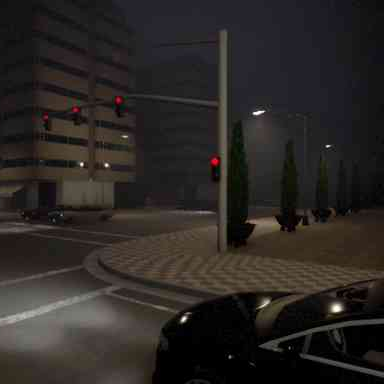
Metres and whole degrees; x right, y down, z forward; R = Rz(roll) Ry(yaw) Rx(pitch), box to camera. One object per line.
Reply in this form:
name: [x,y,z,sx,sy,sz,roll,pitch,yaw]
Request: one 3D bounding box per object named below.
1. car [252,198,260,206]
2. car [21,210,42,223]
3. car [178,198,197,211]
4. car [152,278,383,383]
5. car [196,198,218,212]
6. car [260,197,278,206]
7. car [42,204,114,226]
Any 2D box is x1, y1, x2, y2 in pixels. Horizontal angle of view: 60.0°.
car: [10.677,1.670,56.944,2.033,1.411,5.357,0,0,35]
car: [-10.953,1.655,26.500,1.895,1.301,4.718,0,0,35]
car: [0.140,1.559,42.193,1.837,1.490,4.892,0,0,35]
car: [1.834,1.492,2.665,4.902,1.511,2.128,0,0,36]
car: [2.780,1.618,39.864,1.994,1.385,4.181,0,0,35]
car: [13.536,1.575,54.924,1.882,1.535,5.008,0,0,35]
car: [-8.107,1.656,24.461,1.895,1.301,4.718,0,0,35]
